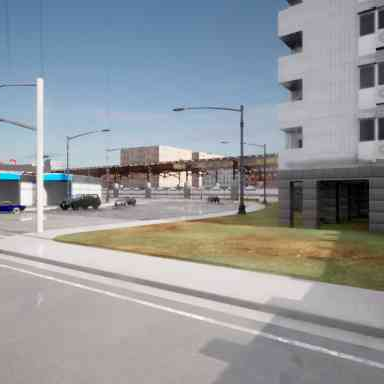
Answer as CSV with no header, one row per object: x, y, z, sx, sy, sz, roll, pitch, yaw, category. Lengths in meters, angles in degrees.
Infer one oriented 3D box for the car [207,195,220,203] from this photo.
4.434,1.502,69.669,1.837,1.490,4.892,0,0,-12,car

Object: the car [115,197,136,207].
-10.277,1.491,51.629,2.128,1.511,4.902,0,0,14,car

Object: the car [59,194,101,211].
-14.042,1.221,42.216,2.150,2.045,5.566,0,0,29,car

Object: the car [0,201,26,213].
-19.678,1.601,33.896,1.895,1.301,4.718,0,0,37,car
